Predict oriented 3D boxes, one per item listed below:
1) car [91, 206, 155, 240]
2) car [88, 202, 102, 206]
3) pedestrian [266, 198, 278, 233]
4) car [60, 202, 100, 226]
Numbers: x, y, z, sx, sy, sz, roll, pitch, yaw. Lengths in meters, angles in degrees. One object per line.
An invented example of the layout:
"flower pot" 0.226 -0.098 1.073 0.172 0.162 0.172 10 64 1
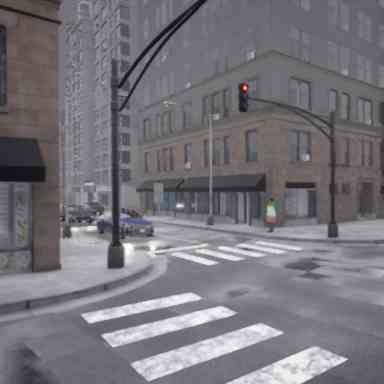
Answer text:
"car" -3.831 1.697 18.542 1.812 1.442 4.674 -1 0 -35
"car" -10.177 1.767 33.048 1.837 1.490 4.892 -1 0 -35
"pedestrian" 4.264 1.225 17.886 0.375 1.860 0.375 -1 0 -35
"car" -9.396 1.792 26.406 2.033 1.411 5.357 -1 0 -35
